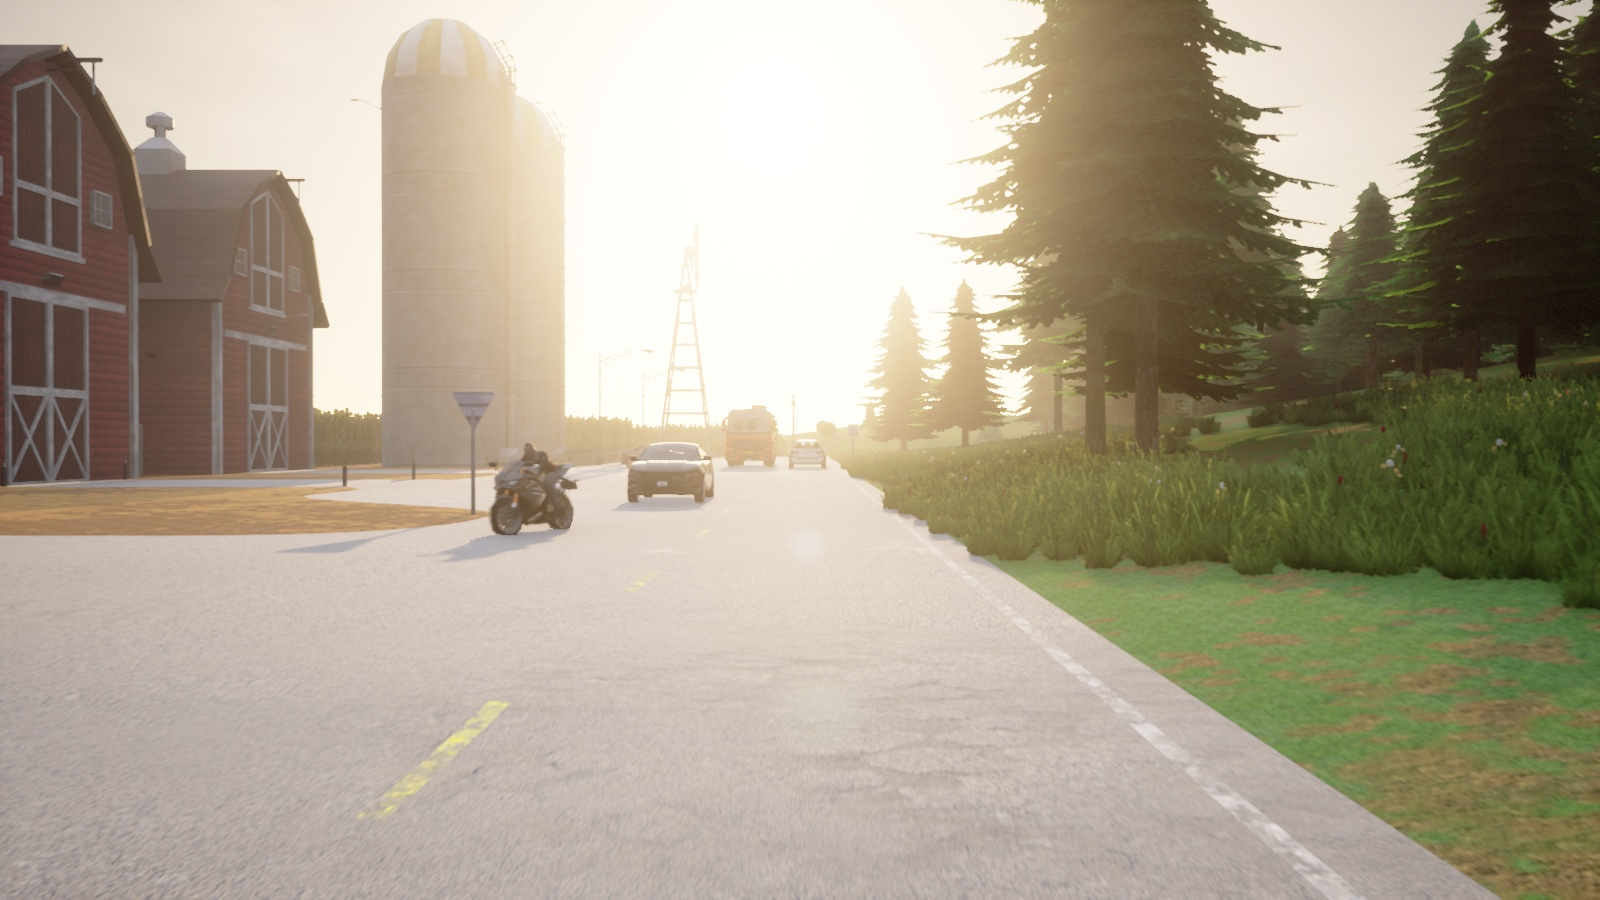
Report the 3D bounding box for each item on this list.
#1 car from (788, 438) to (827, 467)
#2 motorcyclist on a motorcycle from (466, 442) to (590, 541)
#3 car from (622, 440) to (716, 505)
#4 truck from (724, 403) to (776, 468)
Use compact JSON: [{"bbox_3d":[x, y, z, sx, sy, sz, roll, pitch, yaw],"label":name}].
[{"bbox_3d":[0.439,0.149,74.578,2.242,1.667,4.611,0,0,0],"label":"car"},{"bbox_3d":[-4.440,0.654,20.677,0.866,1.530,2.191,-1,0,23],"label":"motorcyclist on a motorcycle"},{"bbox_3d":[-3.300,0.528,32.523,1.882,1.535,5.008,0,0,0],"label":"car"},{"bbox_3d":[-3.035,-0.890,79.093,2.891,3.827,8.468,0,0,0],"label":"truck"}]
